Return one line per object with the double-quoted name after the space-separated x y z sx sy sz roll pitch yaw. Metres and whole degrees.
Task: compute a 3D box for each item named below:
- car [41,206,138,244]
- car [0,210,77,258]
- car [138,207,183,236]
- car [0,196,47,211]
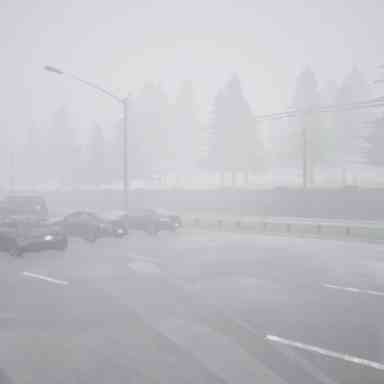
-5.057 1.567 16.127 4.674 1.442 1.812 0 0 36 "car"
-6.733 1.605 13.020 4.181 1.385 1.994 0 0 36 "car"
-2.667 1.567 18.715 4.674 1.442 1.812 -1 0 36 "car"
-13.795 1.307 26.634 5.566 2.045 2.150 0 0 36 "car"
